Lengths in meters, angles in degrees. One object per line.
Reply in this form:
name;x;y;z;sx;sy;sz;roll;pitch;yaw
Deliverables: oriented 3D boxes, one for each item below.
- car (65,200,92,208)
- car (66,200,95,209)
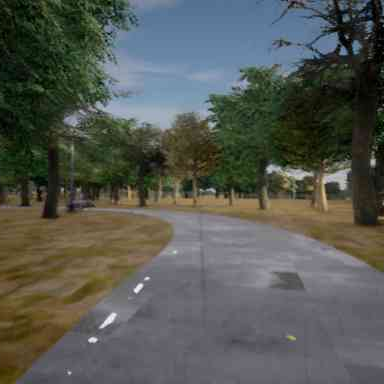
car;-19.083;1.992;55.811;4.181;1.385;1.994;-1;-1;30
car;-17.216;1.898;51.130;5.357;1.411;2.033;-1;-1;37
